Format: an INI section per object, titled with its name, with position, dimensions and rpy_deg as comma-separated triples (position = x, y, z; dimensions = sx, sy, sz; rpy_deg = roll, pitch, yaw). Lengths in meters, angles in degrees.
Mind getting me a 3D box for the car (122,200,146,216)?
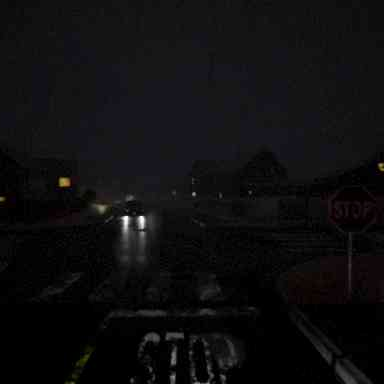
[car]
position = -5.584, 1.541, 32.246
dimensions = 1.837, 1.490, 4.892
rpy_deg = 0, 2, -9
